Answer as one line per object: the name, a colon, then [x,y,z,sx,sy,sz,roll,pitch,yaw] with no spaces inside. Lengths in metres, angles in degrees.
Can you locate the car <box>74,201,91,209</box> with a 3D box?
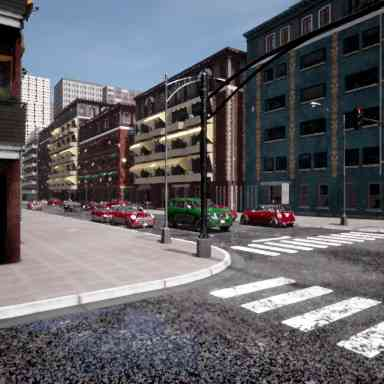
car: [-20.036,2.326,60.495,1.802,1.307,4.206,-1,0,-35]

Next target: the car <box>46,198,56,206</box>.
car: [-32.722,2.328,78.710,2.192,1.841,5.009,-1,0,-35]

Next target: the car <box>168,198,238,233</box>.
car: [0.294,1.424,21.874,2.150,2.045,5.566,0,-1,-33]

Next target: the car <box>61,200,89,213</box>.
car: [-16.057,2.121,45.406,1.994,1.385,4.181,0,-1,-34]

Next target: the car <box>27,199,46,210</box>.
car: [-26.493,2.171,55.975,1.967,1.590,4.097,-1,0,-35]

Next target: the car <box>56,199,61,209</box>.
car: [-22.348,2.347,59.512,1.895,1.301,4.718,0,-1,-35]

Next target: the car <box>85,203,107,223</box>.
car: [-7.468,1.904,28.653,1.802,1.307,4.206,-1,0,-35]

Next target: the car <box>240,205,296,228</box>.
car: [5.333,1.639,24.072,1.967,1.590,4.097,-1,0,-35]

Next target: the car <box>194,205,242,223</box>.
car: [2.161,1.849,28.623,1.802,1.307,4.206,-1,0,-35]

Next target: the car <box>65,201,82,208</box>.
car: [-23.206,2.377,65.048,1.947,1.339,4.313,-1,0,-35]

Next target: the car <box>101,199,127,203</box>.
car: [-10.528,1.855,46.835,2.192,1.841,5.009,-1,0,-35]

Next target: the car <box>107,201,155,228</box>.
car: [-4.299,1.694,24.099,1.967,1.590,4.097,-1,0,-35]

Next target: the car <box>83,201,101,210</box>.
car: [-16.865,2.258,55.941,1.802,1.307,4.206,-1,0,-35]
